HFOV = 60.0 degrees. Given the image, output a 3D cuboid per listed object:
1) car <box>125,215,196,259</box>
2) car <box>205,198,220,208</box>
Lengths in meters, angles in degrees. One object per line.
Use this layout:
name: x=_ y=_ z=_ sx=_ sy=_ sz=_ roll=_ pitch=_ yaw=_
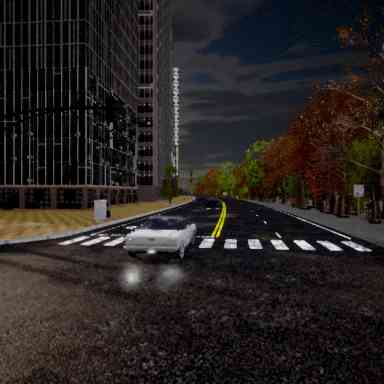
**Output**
car: x=-1.014 y=1.602 z=12.823 sx=1.895 sy=1.301 sz=4.718 roll=0 pitch=0 yaw=8
car: x=3.067 y=1.564 z=48.254 sx=1.994 sy=1.385 sz=4.181 roll=0 pitch=0 yaw=6
